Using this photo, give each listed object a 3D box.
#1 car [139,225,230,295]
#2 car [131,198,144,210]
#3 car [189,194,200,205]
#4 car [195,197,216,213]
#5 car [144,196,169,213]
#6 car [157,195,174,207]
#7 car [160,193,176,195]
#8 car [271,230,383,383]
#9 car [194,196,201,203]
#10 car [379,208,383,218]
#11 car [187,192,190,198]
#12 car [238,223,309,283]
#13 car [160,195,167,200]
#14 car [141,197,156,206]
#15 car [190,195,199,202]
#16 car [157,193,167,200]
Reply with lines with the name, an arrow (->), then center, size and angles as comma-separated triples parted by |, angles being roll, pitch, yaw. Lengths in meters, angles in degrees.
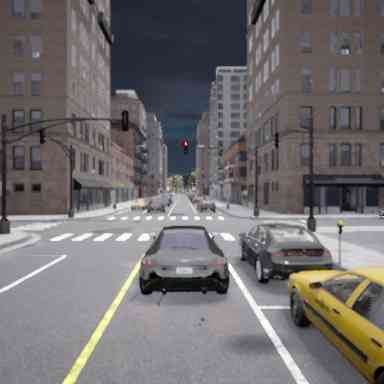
car -> -0.209, 1.556, 8.736 | 1.994, 1.385, 4.181 | 0, 0, -2
car -> -6.525, 1.489, 41.563 | 1.752, 1.417, 4.829 | 0, 0, -2
car -> 1.012, 1.385, 58.998 | 1.967, 1.590, 4.097 | 0, 0, -2
car -> 1.652, 1.519, 36.280 | 2.008, 1.369, 4.403 | 0, 0, -2
car -> -3.833, 1.473, 36.515 | 1.837, 1.490, 4.892 | 0, 0, -1
car -> -4.182, 1.519, 49.206 | 1.994, 1.385, 4.181 | 0, 0, -1
car -> -4.538, 1.487, 63.218 | 2.033, 1.411, 5.357 | 0, 0, -1
car -> 2.563, 1.521, 4.181 | 1.752, 1.417, 4.829 | 0, 0, -2
car -> 1.492, 1.545, 41.960 | 1.802, 1.307, 4.206 | 0, 0, -2
car -> 16.363, 1.367, 24.458 | 4.902, 1.511, 2.128 | 0, 0, -2
car -> 0.692, 1.247, 70.357 | 2.192, 1.841, 5.009 | 0, 0, -2
car -> 2.411, 1.542, 9.415 | 2.008, 1.369, 4.403 | 0, 0, -2
car -> -7.970, 1.489, 92.843 | 1.802, 1.307, 4.206 | 0, 0, -2
car -> -6.850, 1.518, 53.090 | 1.947, 1.339, 4.313 | 0, 0, -2
car -> 0.532, 1.492, 76.037 | 1.947, 1.339, 4.313 | 0, 0, -2
car -> -7.810, 1.228, 87.164 | 2.192, 1.841, 5.009 | 0, 0, -2
